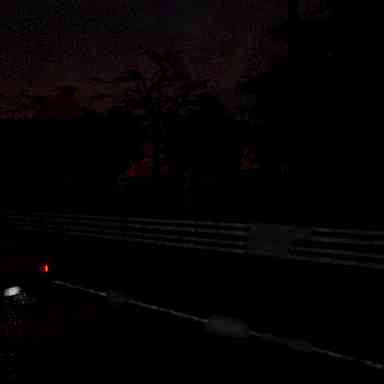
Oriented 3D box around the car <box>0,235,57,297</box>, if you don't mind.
[{"bbox_3d":[-5.301,1.659,7.780,4.718,1.301,1.895,0,0,36],"label":"car"}]
